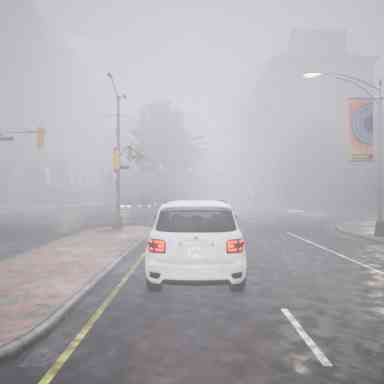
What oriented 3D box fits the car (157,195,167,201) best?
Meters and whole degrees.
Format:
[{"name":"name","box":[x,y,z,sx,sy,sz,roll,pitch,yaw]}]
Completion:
[{"name":"car","box":[-7.754,1.552,86.243,1.994,1.385,4.181,0,0,0]}]

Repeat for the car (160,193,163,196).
[{"name":"car","box":[-7.783,1.225,76.427,2.150,2.045,5.566,0,0,0]}]

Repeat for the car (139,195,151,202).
[{"name":"car","box":[-11.272,1.525,80.062,2.128,1.511,4.902,0,0,0]}]

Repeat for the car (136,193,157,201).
[{"name":"car","box":[-7.916,1.352,57.926,2.097,1.767,4.553,0,0,0]}]

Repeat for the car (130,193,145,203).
[{"name":"car","box":[-11.302,1.225,69.624,2.150,2.045,5.566,0,0,0]}]

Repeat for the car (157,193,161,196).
[{"name":"car","box":[-7.834,1.526,66.811,1.812,1.442,4.674,0,0,1]}]

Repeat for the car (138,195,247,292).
[{"name":"car","box":[0.096,1.221,9.048,2.150,2.045,5.566,0,0,0]}]

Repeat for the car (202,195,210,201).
[{"name":"car","box":[3.756,1.540,89.897,2.033,1.411,5.357,0,0,0]}]

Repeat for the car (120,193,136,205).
[{"name":"car","box":[-11.399,1.491,59.705,2.128,1.511,4.902,0,0,1]}]
